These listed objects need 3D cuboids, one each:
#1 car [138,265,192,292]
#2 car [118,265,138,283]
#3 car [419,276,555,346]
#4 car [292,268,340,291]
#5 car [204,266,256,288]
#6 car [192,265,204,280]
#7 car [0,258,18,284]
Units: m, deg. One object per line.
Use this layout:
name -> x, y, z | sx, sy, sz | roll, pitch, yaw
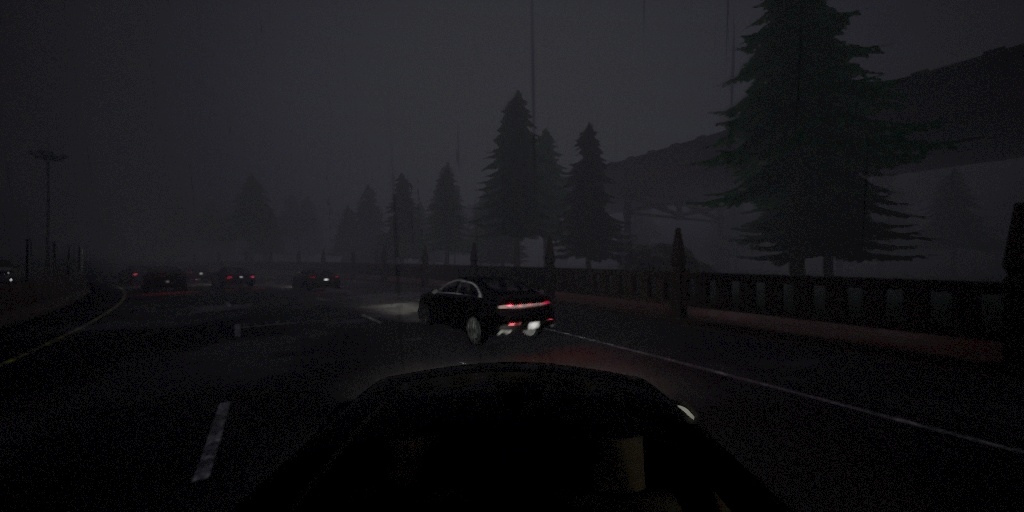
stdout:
car -> -22.118, 1.372, 22.754 | 5.008, 1.535, 1.882 | 0, 0, 42
car -> -31.145, 1.492, 29.938 | 5.357, 1.411, 2.033 | 0, 0, 34
car -> -0.936, 1.295, 9.725 | 2.128, 1.511, 4.902 | 0, -1, -36
car -> -13.038, 1.463, 23.803 | 4.181, 1.385, 1.994 | 0, -1, 45
car -> -19.859, 1.459, 25.456 | 5.357, 1.411, 2.033 | 0, -1, 41
car -> -28.666, 1.524, 32.380 | 4.181, 1.385, 1.994 | 0, 0, 36
car -> -35.264, 1.130, 24.128 | 5.566, 2.045, 2.150 | -1, -1, 36
